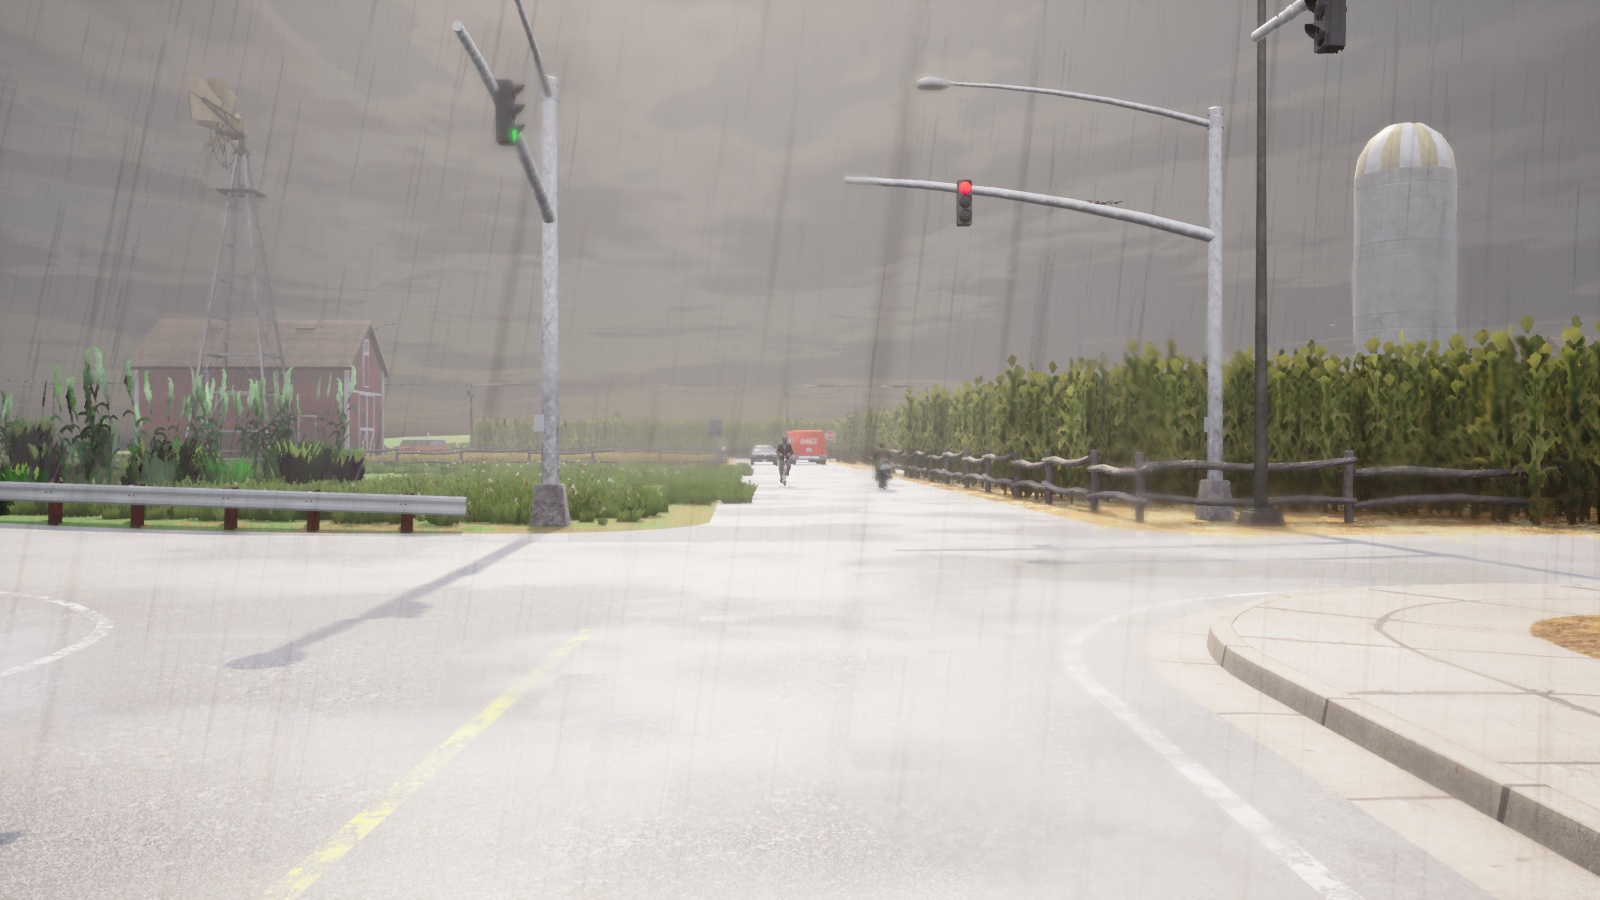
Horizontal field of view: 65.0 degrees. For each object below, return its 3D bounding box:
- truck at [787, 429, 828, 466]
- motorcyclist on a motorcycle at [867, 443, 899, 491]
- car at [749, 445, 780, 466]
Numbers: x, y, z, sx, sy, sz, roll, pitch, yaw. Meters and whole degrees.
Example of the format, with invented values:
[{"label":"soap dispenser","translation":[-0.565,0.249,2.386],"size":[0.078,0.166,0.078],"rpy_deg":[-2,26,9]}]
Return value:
[{"label":"truck","translation":[0.510,-0.189,89.307],"size":[2.627,2.467,5.204],"rpy_deg":[0,2,-3]},{"label":"motorcyclist on a motorcycle","translation":[2.678,0.535,40.775],"size":[0.797,1.523,2.044],"rpy_deg":[0,0,-3]},{"label":"car","translation":[-2.493,0.335,87.077],"size":[2.033,1.411,5.357],"rpy_deg":[0,0,-3]}]
